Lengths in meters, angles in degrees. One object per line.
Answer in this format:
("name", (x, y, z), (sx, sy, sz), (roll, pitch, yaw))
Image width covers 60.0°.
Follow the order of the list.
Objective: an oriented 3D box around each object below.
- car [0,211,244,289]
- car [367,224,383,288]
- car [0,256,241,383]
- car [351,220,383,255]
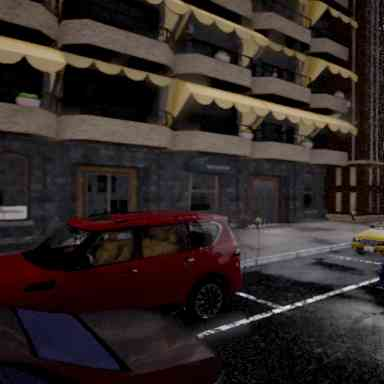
("car", (-1.347, 1.309, 5.582), (5.009, 1.841, 2.192), (0, 1, -35))
("car", (6.201, 1.493, 7.679), (4.674, 1.442, 1.812), (0, 0, -36))
("car", (-2.202, 1.551, 1.801), (5.357, 1.411, 2.033), (0, 0, -35))
("car", (7.578, 1.480, 11.954), (4.829, 1.417, 1.752), (0, 1, -35))
